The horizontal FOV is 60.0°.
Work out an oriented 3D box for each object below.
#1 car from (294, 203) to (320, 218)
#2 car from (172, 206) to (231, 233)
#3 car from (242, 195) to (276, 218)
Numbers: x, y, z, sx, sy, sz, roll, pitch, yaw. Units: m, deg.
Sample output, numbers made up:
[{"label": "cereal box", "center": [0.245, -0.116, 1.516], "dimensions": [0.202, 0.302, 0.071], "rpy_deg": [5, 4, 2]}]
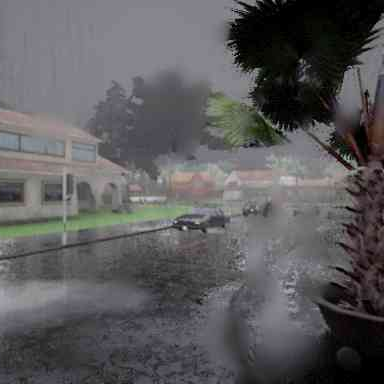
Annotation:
[{"label": "car", "center": [11.129, 1.702, 32.160], "dimensions": [1.994, 1.385, 4.181], "rpy_deg": [0, 0, 26]}, {"label": "car", "center": [0.781, 1.607, 20.760], "dimensions": [2.033, 1.411, 5.357], "rpy_deg": [0, 0, 26]}, {"label": "car", "center": [6.705, 1.341, 32.588], "dimensions": [2.150, 2.045, 5.566], "rpy_deg": [0, 0, 27]}]
